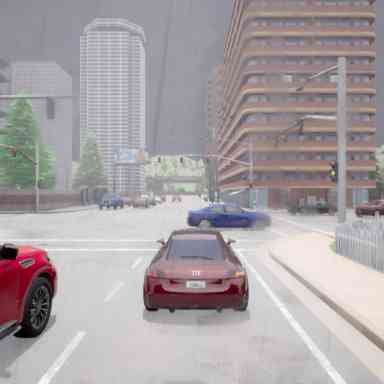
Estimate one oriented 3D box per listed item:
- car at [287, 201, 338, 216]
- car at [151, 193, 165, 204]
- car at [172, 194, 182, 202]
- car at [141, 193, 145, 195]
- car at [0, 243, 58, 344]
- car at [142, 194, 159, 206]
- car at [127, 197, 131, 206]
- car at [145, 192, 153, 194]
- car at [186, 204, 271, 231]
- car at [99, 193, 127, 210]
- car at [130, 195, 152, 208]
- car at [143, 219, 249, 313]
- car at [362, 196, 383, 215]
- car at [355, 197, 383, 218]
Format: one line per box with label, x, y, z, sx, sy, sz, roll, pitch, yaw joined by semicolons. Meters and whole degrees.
car;11.418;1.545;31.297;4.718;1.301;1.895;0;0;-12
car;-7.044;1.526;65.993;1.812;1.442;4.674;0;0;0
car;-3.513;1.355;77.652;2.097;1.767;4.553;0;0;0
car;-10.554;1.505;64.206;1.837;1.490;4.892;0;0;0
car;-3.432;1.221;3.462;2.150;2.045;5.566;0;0;0
car;-7.097;1.526;55.730;1.812;1.442;4.674;0;0;0
car;-10.599;1.526;53.773;1.812;1.442;4.674;0;0;0
car;-10.512;1.225;74.734;2.150;2.045;5.566;0;0;0
car;2.132;1.458;19.719;5.008;1.535;1.882;0;0;-1
car;-10.583;1.221;44.018;2.150;2.045;5.566;0;0;2
car;-7.090;1.526;46.873;1.812;1.442;4.674;0;0;-1
car;0.092;1.564;7.738;1.994;1.385;4.181;0;0;1
car;19.860;1.297;34.142;4.553;1.767;2.097;0;0;-27
car;16.573;1.422;29.026;5.008;1.535;1.882;0;0;-20
